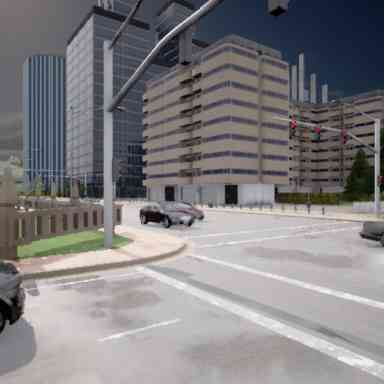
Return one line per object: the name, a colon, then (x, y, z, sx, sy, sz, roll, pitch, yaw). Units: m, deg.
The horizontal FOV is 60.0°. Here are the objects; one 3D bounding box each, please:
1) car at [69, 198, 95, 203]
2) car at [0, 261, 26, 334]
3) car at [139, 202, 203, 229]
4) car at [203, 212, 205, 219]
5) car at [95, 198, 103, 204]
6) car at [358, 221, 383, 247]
car: (-12.966, 1.525, 37.547, 1.812, 1.442, 4.674, 0, 0, -35)
car: (-4.754, 1.564, 4.820, 4.181, 1.385, 1.994, 0, 0, -35)
car: (-1.765, 1.490, 21.823, 2.128, 1.511, 4.902, 0, 0, -35)
car: (-0.903, 1.526, 26.681, 1.812, 1.442, 4.674, 0, 1, -36)
car: (-13.413, 1.491, 44.227, 2.128, 1.511, 4.902, 0, 0, -35)
car: (9.124, 1.547, 12.301, 2.033, 1.411, 5.357, 0, 0, -34)
